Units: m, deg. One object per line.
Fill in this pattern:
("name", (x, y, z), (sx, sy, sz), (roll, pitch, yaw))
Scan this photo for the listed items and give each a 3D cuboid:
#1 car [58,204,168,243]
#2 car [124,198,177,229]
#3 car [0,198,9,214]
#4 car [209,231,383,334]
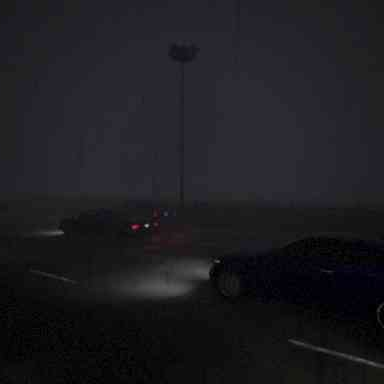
("car", (-3.931, 1.431, 15.395), (5.357, 1.411, 2.033), (1, 0, 35))
("car", (-3.119, 1.221, 19.115), (4.553, 1.767, 2.097), (1, 0, 36))
("car", (-18.519, 1.166, 30.103), (5.008, 1.535, 1.882), (1, 0, 35))
("car", (2.548, 1.510, 6.474), (4.674, 1.442, 1.812), (1, 0, 35))
